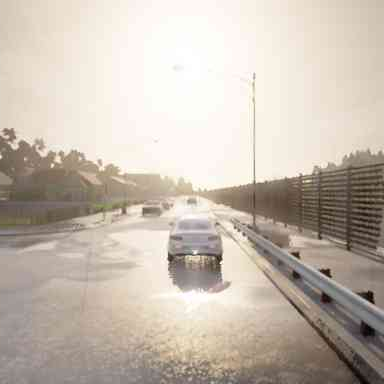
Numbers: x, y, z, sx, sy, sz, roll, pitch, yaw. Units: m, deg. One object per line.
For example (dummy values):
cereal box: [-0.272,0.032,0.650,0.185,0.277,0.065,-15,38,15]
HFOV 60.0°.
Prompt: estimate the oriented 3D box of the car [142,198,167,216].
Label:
car: [-4.098,1.623,35.105,1.882,1.535,5.008,0,0,0]

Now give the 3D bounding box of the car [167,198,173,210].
car: [-4.068,1.538,45.035,2.097,1.767,4.553,0,0,0]

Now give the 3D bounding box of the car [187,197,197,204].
car: [-0.013,1.765,69.677,1.882,1.535,5.008,0,0,0]

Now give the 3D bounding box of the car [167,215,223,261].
car: [0.093,1.577,12.376,1.812,1.442,4.674,0,0,0]
